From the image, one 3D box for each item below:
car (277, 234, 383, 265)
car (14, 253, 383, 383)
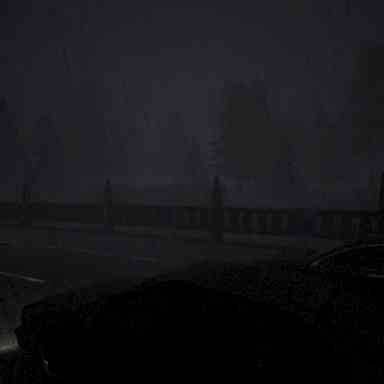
[{"bbox_3d":[3.314,1.486,5.722,4.892,1.490,1.837,0,0,35],"label":"car"},{"bbox_3d":[0.298,1.535,3.625,5.357,1.411,2.033,0,0,34],"label":"car"}]
